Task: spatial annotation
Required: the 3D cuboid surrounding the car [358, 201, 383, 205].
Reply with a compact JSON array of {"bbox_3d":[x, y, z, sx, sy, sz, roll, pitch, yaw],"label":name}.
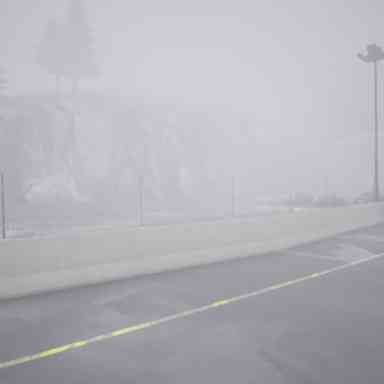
[{"bbox_3d":[17.439,0.805,32.854,2.128,1.511,4.902,0,1,45],"label":"car"}]
